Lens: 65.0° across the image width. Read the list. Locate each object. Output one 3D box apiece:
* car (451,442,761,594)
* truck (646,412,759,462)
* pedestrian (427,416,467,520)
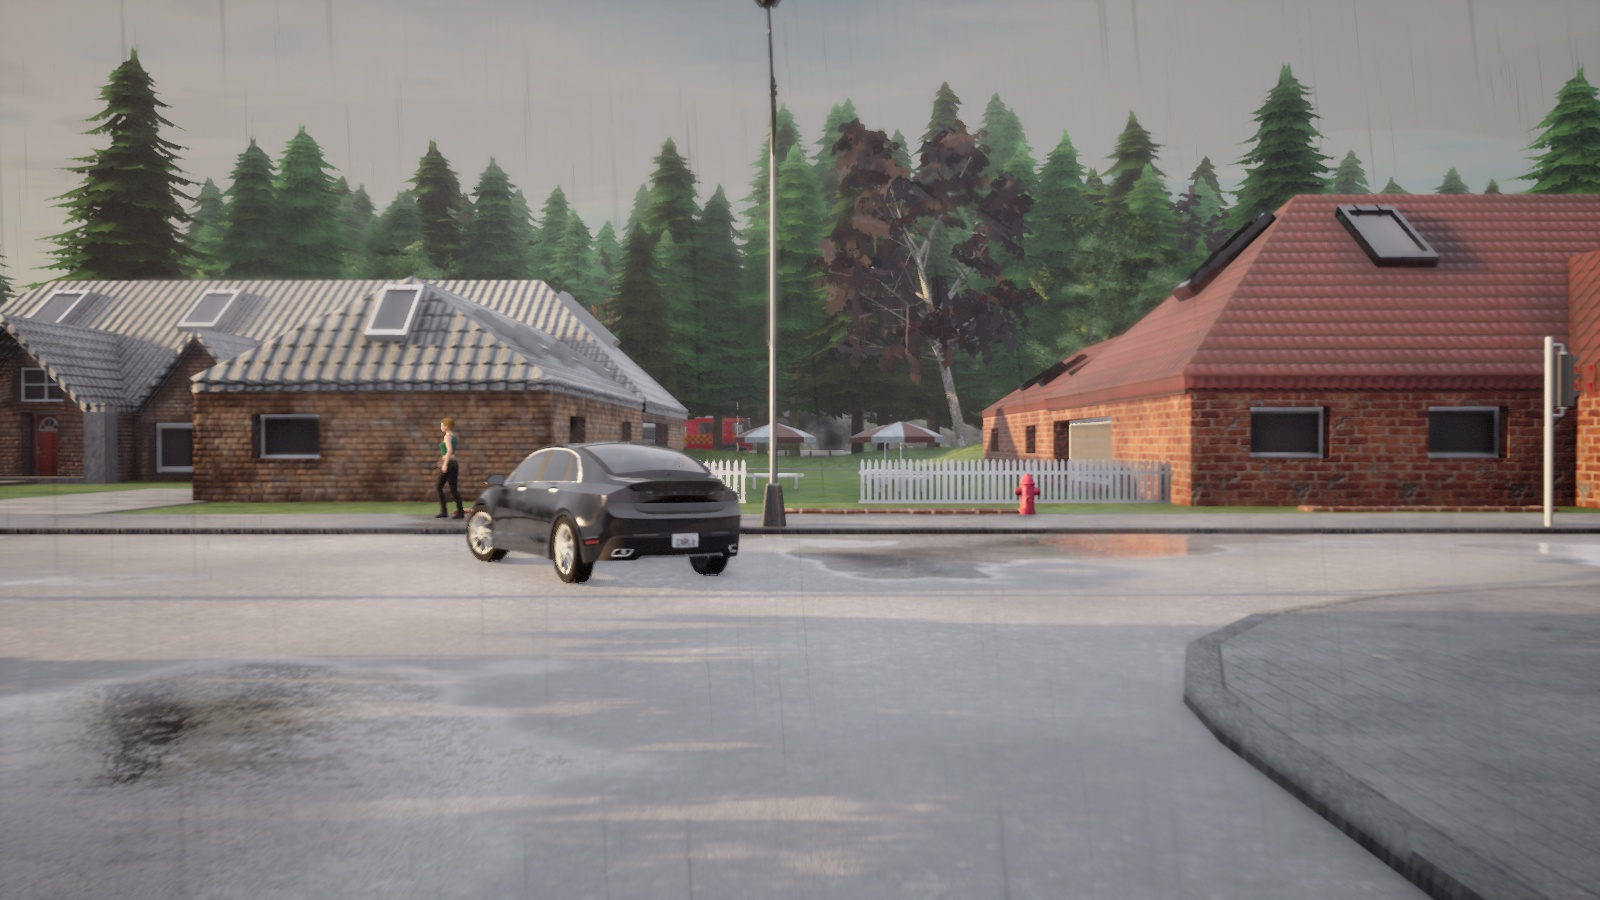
[{"bbox_3d":[-2.494,0.663,14.873,1.837,1.490,4.892,1,0,-32],"label":"car"},{"bbox_3d":[-7.404,-0.987,96.512,8.468,3.827,2.891,0,0,0],"label":"truck"},{"bbox_3d":[-6.338,0.317,22.563,0.594,1.836,0.345,0,0,15],"label":"pedestrian"}]
